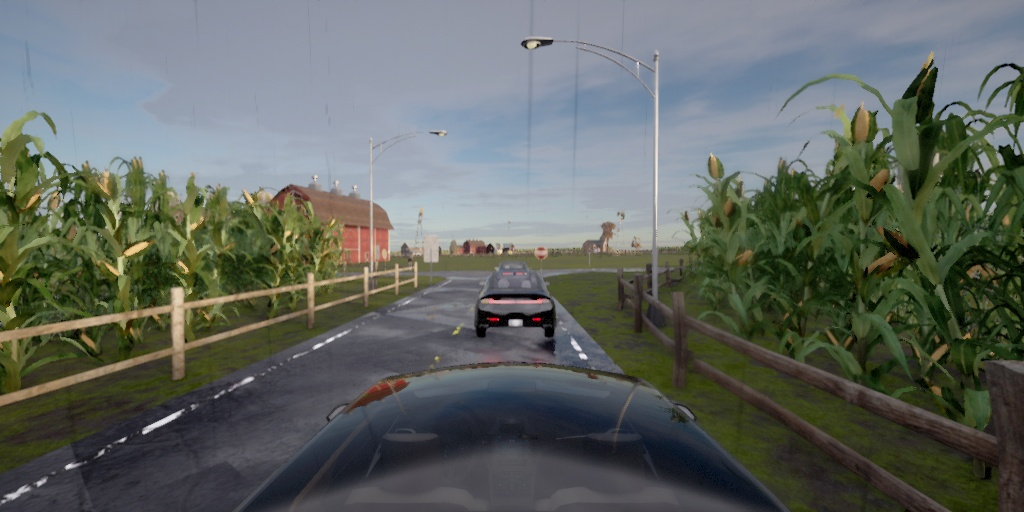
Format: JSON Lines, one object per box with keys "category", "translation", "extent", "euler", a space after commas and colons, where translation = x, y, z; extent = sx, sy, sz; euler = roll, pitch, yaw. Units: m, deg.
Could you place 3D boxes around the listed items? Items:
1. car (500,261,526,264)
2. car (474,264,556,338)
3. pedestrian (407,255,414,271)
{"category": "car", "translation": [0.055, 1.012, 19.170], "extent": [2.128, 1.511, 4.902], "euler": [0, 1, 0]}
{"category": "car", "translation": [0.075, 1.135, 9.817], "extent": [2.128, 1.511, 4.902], "euler": [0, 1, 0]}
{"category": "pedestrian", "translation": [-11.293, 0.734, 39.865], "extent": [0.375, 1.860, 0.375], "euler": [0, 1, 4]}
